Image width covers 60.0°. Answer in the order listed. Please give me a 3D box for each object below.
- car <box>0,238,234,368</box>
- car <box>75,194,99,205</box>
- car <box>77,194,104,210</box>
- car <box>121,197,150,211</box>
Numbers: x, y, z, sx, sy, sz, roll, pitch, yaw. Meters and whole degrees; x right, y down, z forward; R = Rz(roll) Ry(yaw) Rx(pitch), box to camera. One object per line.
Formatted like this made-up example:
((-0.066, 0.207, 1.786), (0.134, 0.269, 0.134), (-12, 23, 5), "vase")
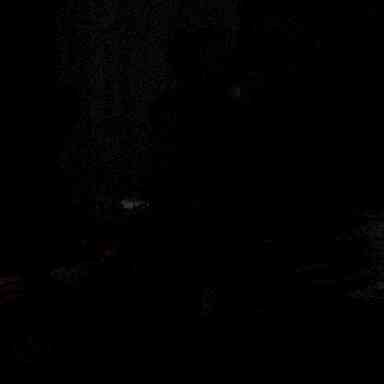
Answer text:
((-1.296, 1.552, 5.738), (4.507, 1.381, 1.887), (0, -1, -36), "car")
((-16.462, 1.110, 51.940), (2.128, 1.511, 4.902), (-1, 1, -35), "car")
((-12.498, 1.345, 40.631), (2.033, 1.411, 5.357), (-1, 1, -35), "car")
((-6.577, 1.332, 37.927), (1.812, 1.442, 4.674), (-1, 1, -36), "car")
